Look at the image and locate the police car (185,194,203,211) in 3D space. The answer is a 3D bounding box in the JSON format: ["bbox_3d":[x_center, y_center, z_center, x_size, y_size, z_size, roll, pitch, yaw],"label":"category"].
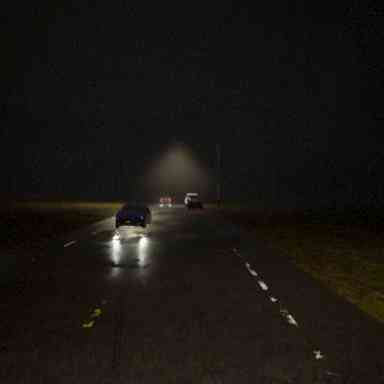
[{"bbox_3d":[0.386,1.477,42.204,1.930,1.638,5.238,0,0,-2],"label":"police car"}]

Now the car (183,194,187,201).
[{"bbox_3d":[0.050,1.303,52.145,2.150,2.045,5.566,0,0,-2],"label":"car"}]

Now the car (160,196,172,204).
[{"bbox_3d":[-5.025,1.469,64.189,2.097,1.767,4.553,0,0,-2],"label":"car"}]

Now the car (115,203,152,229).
[{"bbox_3d":[-3.798,1.502,22.112,1.882,1.535,5.008,0,0,-1],"label":"car"}]

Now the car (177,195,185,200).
[{"bbox_3d":[-3.116,1.586,93.312,1.837,1.490,4.892,0,0,-4],"label":"car"}]

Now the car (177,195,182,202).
[{"bbox_3d":[-2.128,1.643,76.844,1.994,1.385,4.181,0,0,-3],"label":"car"}]
